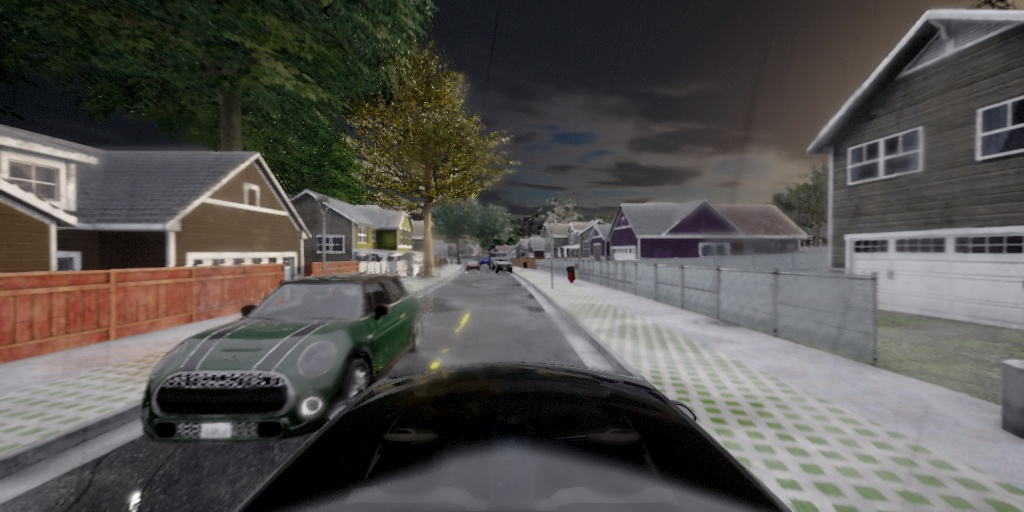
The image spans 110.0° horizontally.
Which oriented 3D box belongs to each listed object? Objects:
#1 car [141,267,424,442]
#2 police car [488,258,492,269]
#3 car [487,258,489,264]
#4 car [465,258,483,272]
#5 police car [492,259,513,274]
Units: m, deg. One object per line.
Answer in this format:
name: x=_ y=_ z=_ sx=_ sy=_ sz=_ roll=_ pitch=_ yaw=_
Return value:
car: x=-2.904 y=1.106 z=5.736 sx=2.097 sy=1.767 sz=4.553 roll=0 pitch=0 yaw=-1
police car: x=-1.998 y=1.274 z=52.768 sx=1.930 sy=1.638 sz=5.238 roll=0 pitch=0 yaw=-6
car: x=-2.678 y=1.405 z=58.647 sx=1.812 sy=1.442 sz=4.674 roll=0 pitch=0 yaw=-7
car: x=-5.293 y=1.320 z=49.029 sx=1.882 sy=1.535 sz=5.008 roll=0 pitch=-1 yaw=-5
police car: x=-1.010 y=1.231 z=42.768 sx=1.930 sy=1.638 sz=5.238 roll=0 pitch=0 yaw=-5
